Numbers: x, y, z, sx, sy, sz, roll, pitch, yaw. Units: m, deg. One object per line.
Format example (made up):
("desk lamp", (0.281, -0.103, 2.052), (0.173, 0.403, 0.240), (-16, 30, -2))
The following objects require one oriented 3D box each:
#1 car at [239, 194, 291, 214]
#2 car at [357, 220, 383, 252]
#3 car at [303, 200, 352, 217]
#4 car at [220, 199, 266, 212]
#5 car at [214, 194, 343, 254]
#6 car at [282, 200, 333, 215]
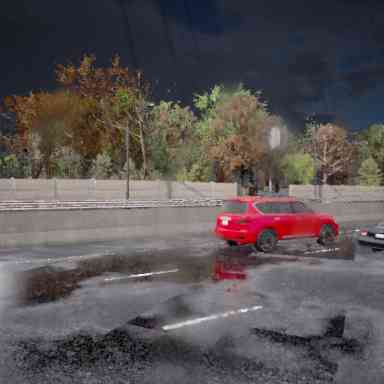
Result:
("car", (8.135, 1.223, 36.857), (5.566, 2.045, 2.150), (0, 0, -30))
("car", (8.574, 1.547, 12.604), (5.357, 1.411, 2.033), (0, 0, -30))
("car", (12.871, 1.527, 31.511), (4.674, 1.442, 1.812), (0, 0, -30))
("car", (6.137, 1.549, 39.744), (5.357, 1.411, 2.033), (0, 0, -30))
("car", (3.543, 1.222, 13.738), (5.566, 2.045, 2.150), (0, 0, -30))
("car", (12.266, 1.549, 35.208), (5.357, 1.411, 2.033), (0, 0, -30))
